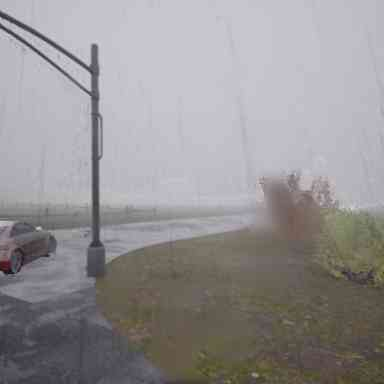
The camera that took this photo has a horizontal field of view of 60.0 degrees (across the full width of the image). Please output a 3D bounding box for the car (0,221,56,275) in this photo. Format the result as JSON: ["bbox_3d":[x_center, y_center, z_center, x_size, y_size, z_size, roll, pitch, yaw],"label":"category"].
[{"bbox_3d":[-5.818,1.590,10.398,1.994,1.385,4.181,0,-1,-4],"label":"car"}]
